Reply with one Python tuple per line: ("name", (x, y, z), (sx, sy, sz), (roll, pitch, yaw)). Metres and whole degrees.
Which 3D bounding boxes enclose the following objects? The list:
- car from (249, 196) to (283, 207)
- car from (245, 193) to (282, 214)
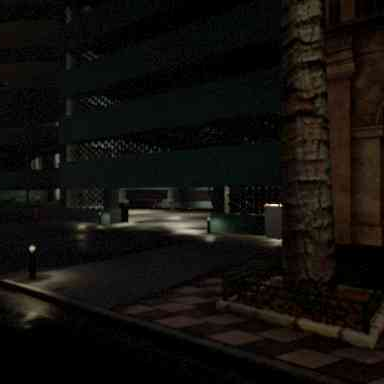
("car", (11.055, 1.414, 49.835), (4.674, 1.452, 2.002), (0, 0, 36))
("car", (6.152, 1.063, 21.374), (5.566, 2.045, 2.435), (0, 0, 36))
